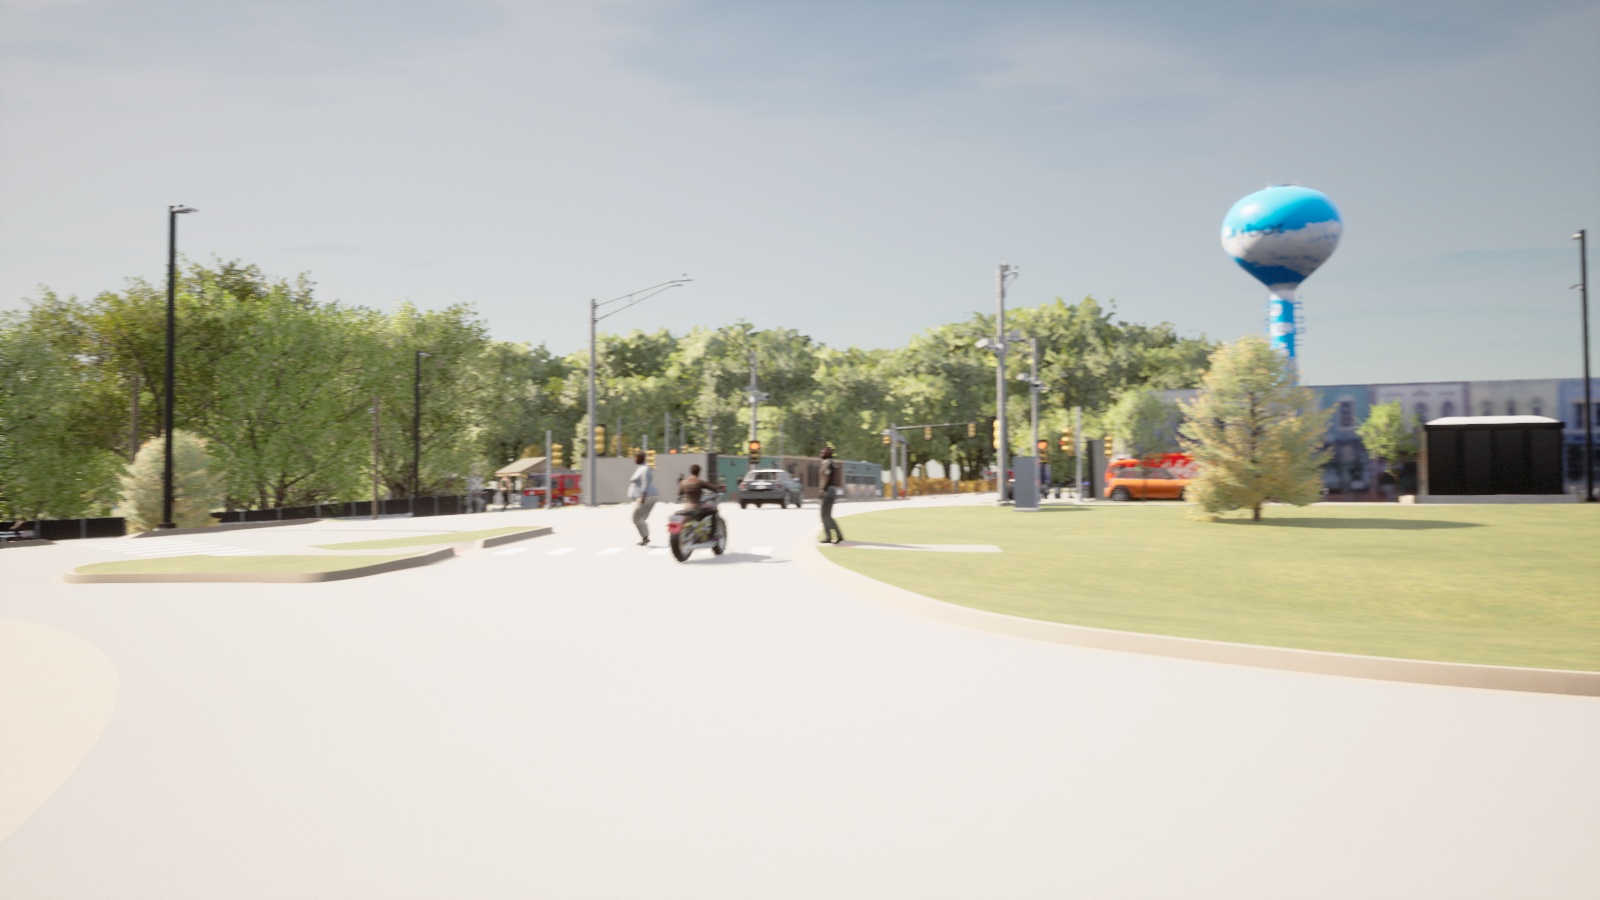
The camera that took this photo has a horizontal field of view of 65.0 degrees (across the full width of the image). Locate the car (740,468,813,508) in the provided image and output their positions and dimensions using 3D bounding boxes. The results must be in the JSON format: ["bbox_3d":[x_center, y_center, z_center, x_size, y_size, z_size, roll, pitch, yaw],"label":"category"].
[{"bbox_3d":[-0.857,1.451,48.038,1.970,1.475,3.806,-1,-2,12],"label":"car"}]

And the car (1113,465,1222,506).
[{"bbox_3d":[16.344,1.591,55.832,4.553,1.767,2.097,-1,-2,18],"label":"car"}]

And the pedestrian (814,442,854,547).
[{"bbox_3d":[0.638,0.833,23.444,0.666,1.930,0.402,-1,-2,16],"label":"pedestrian"}]

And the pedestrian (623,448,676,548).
[{"bbox_3d":[-2.840,0.914,23.854,0.900,1.855,0.874,0,-2,0],"label":"pedestrian"}]

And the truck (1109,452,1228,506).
[{"bbox_3d":[17.536,1.404,59.746,5.204,2.467,2.627,-1,-2,21],"label":"truck"}]

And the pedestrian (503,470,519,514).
[{"bbox_3d":[-12.400,1.805,53.871,0.345,1.836,0.594,-2,-3,36],"label":"pedestrian"}]

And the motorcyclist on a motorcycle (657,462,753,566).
[{"bbox_3d":[-1.571,1.036,21.245,0.766,1.649,2.350,-1,-1,18],"label":"motorcyclist on a motorcycle"}]
